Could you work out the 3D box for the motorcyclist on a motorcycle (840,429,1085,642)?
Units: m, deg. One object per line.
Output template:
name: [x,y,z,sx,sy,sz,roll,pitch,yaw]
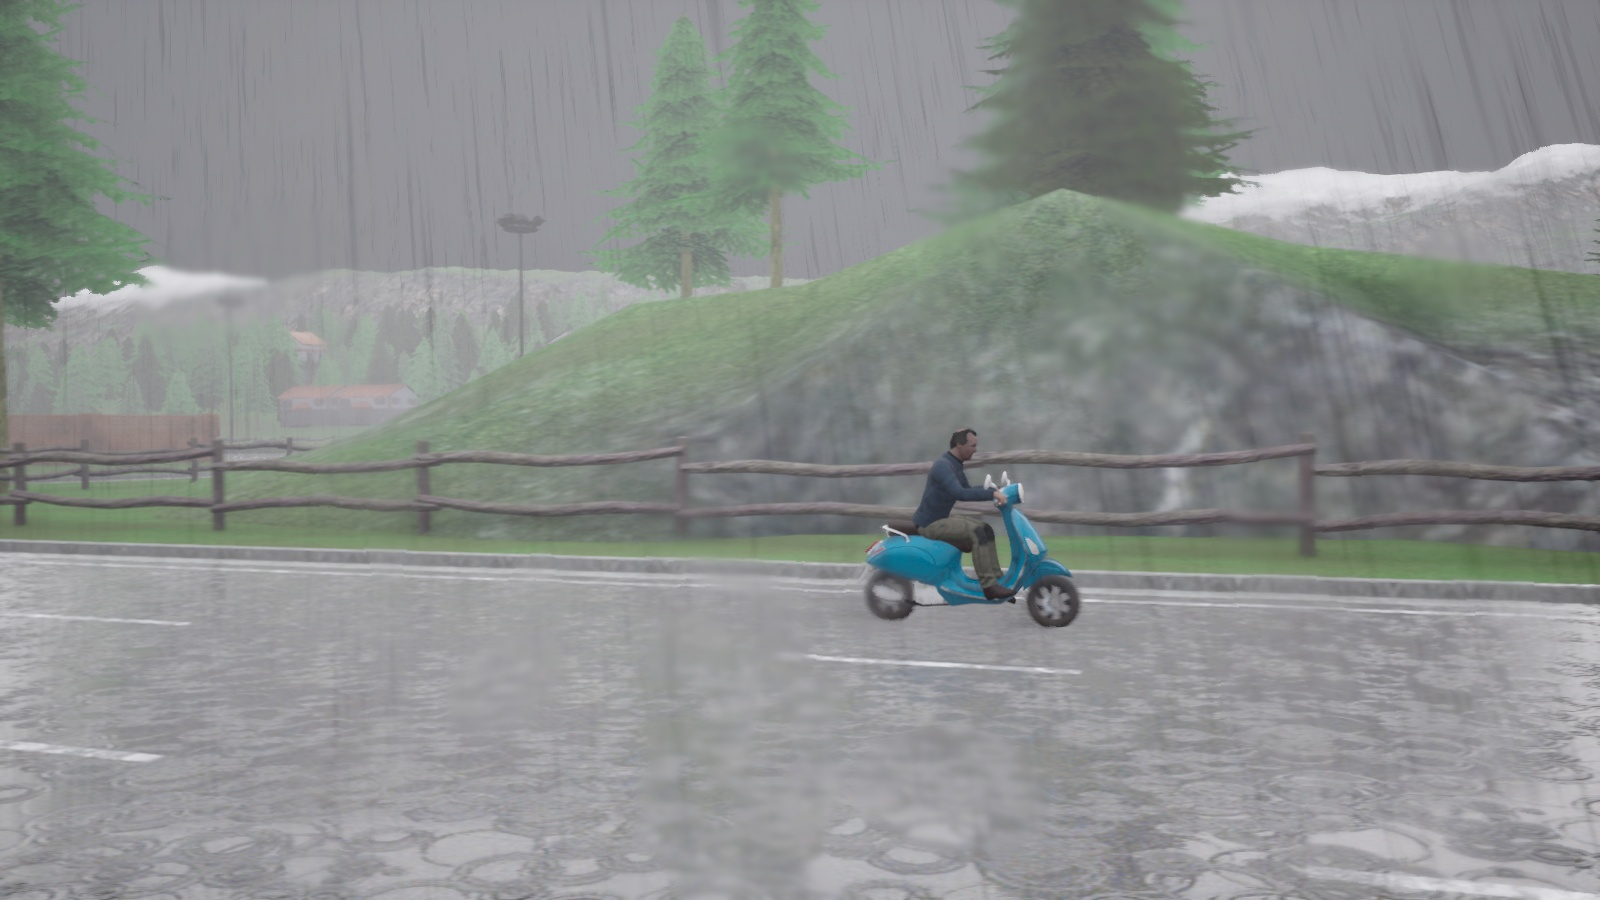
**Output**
motorcyclist on a motorcycle: [1.322,0.631,10.133,1.817,1.590,0.866,1,1,19]
